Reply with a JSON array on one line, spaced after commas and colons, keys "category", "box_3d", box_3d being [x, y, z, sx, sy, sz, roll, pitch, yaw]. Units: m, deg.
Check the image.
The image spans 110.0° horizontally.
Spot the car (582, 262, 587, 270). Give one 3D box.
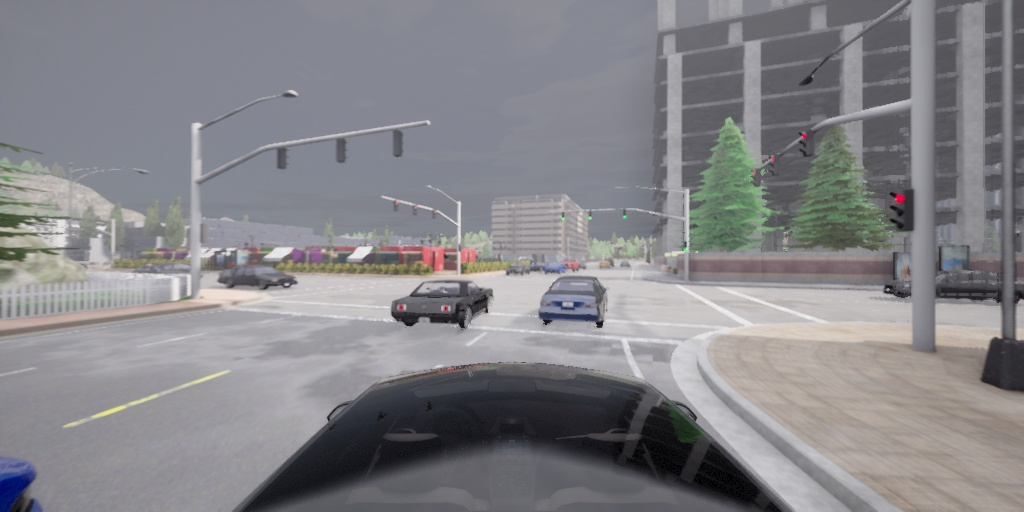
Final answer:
[{"category": "car", "box_3d": [11.825, 1.672, 62.534, 1.994, 1.385, 4.181, 0, 0, 20]}]

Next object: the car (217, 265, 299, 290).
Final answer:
[{"category": "car", "box_3d": [-16.582, 1.389, 23.338, 5.357, 1.411, 2.033, 0, 0, 19]}]

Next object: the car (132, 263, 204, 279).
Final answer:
[{"category": "car", "box_3d": [-25.770, 1.310, 26.567, 4.902, 1.511, 2.128, 0, 0, 19]}]

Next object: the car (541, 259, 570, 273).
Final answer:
[{"category": "car", "box_3d": [5.351, 1.464, 43.939, 1.882, 1.535, 5.008, 0, 0, 19]}]

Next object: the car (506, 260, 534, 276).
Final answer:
[{"category": "car", "box_3d": [0.752, 1.517, 41.319, 1.994, 1.385, 4.181, 0, 0, 19]}]

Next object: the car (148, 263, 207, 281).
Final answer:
[{"category": "car", "box_3d": [-29.470, 1.353, 31.587, 4.674, 1.442, 1.812, 0, 0, 19]}]

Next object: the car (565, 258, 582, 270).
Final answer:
[{"category": "car", "box_3d": [8.501, 1.268, 53.053, 2.150, 2.045, 5.566, 0, 0, 19]}]

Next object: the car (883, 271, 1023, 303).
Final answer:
[{"category": "car", "box_3d": [21.553, 1.485, 17.568, 4.892, 1.490, 1.837, 0, 0, 19]}]

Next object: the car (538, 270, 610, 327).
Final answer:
[{"category": "car", "box_3d": [2.197, 1.365, 11.984, 2.033, 1.411, 5.357, 0, -1, 16]}]

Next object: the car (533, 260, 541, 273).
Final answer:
[{"category": "car", "box_3d": [3.601, 1.608, 49.603, 1.895, 1.301, 4.718, 0, 0, 19]}]

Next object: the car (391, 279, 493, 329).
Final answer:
[{"category": "car", "box_3d": [-1.913, 1.395, 11.467, 1.895, 1.301, 4.718, 0, 0, 9]}]
